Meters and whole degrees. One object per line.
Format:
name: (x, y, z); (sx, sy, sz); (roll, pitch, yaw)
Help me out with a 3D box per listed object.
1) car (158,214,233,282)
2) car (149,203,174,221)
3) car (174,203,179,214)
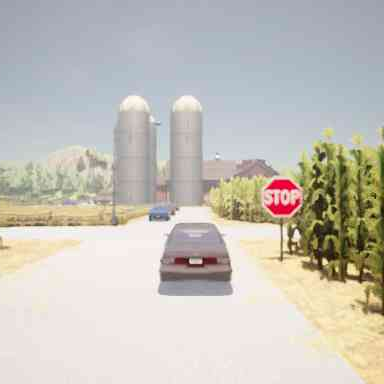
car: (0.088, 1.613, 9.909); (2.033, 1.411, 5.357); (0, -1, 0)
car: (-3.183, 2.071, 33.398); (1.882, 1.535, 5.008); (0, -1, 0)
car: (-3.175, 2.302, 43.874); (1.882, 1.535, 5.008); (0, -1, 0)
